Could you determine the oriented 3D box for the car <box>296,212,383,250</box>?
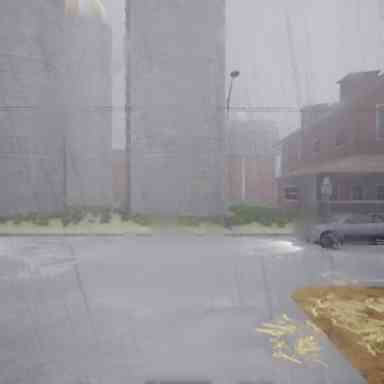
[{"bbox_3d":[6.494,1.511,13.648,4.181,1.385,1.994,0,0,0],"label":"car"}]
